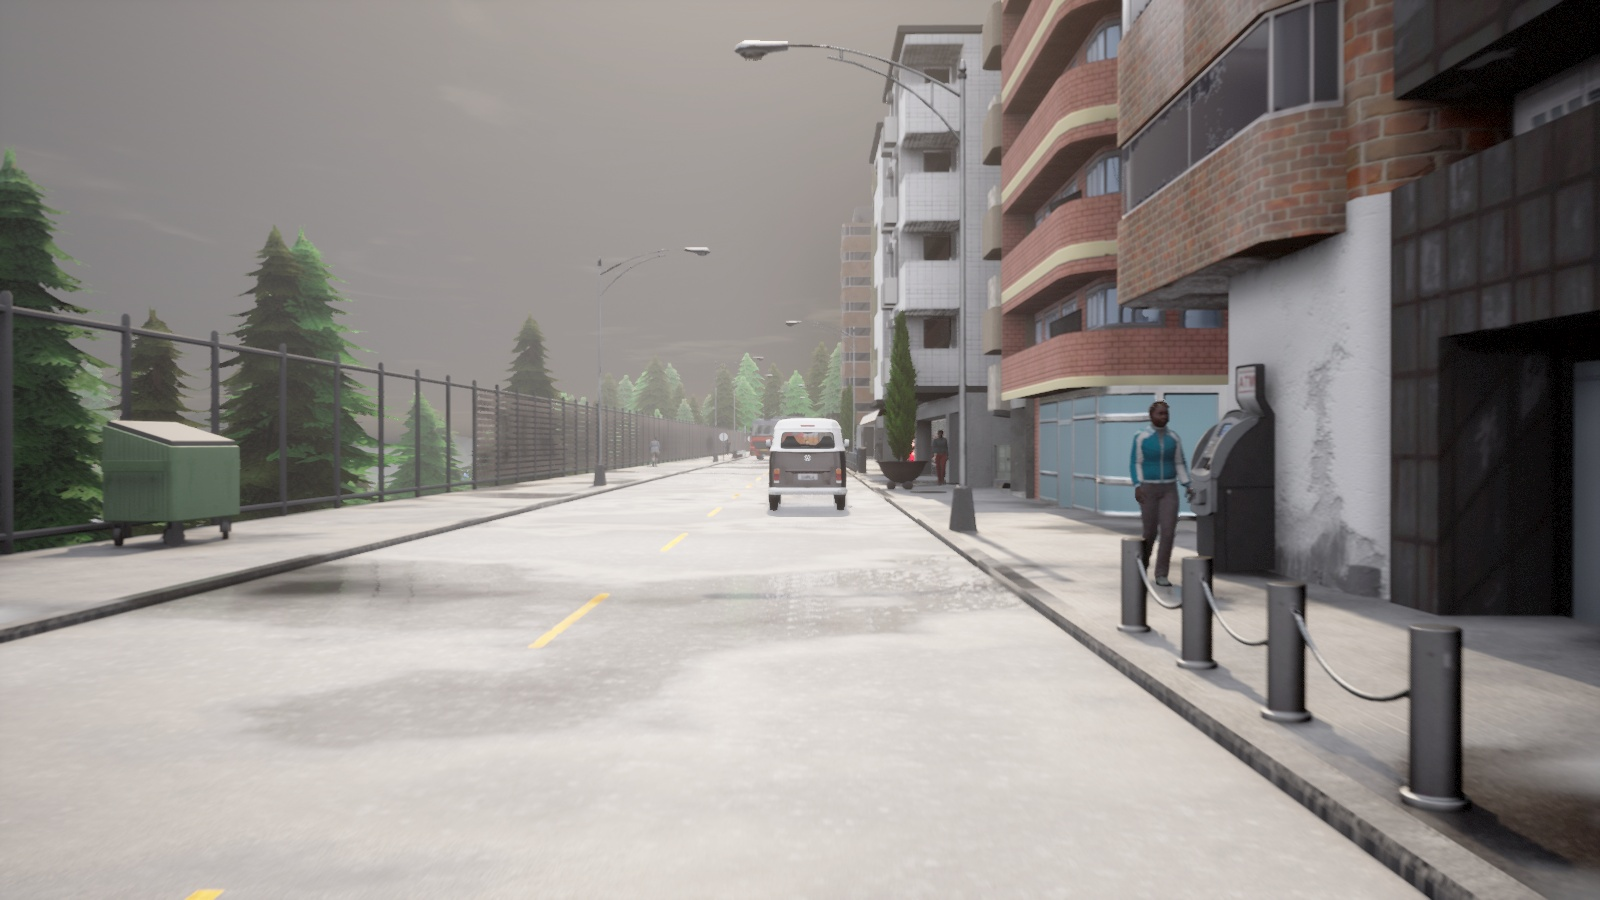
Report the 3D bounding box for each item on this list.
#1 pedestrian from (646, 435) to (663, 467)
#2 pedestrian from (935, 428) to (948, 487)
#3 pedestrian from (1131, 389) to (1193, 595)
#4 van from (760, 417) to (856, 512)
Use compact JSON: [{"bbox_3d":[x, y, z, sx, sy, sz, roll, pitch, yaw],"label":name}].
[{"bbox_3d":[-8.505,0.035,73.539,0.874,1.855,0.900,0,0,3],"label":"pedestrian"},{"bbox_3d":[4.528,0.234,40.125,0.353,1.847,0.614,0,0,1],"label":"pedestrian"},{"bbox_3d":[3.477,0.391,12.084,0.396,1.930,0.692,0,0,0],"label":"pedestrian"},{"bbox_3d":[0.178,0.305,29.289,2.069,2.038,4.480,0,0,0],"label":"van"}]
